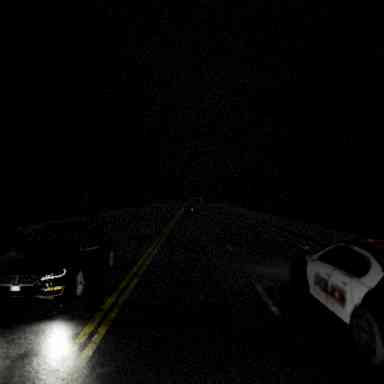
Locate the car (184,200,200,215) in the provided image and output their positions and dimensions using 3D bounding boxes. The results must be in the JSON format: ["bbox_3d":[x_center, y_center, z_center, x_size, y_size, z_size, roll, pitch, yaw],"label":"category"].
[{"bbox_3d":[0.026,2.104,41.699,1.994,1.385,4.181,0,-1,0],"label":"car"}]

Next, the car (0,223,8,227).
[{"bbox_3d":[-6.591,1.637,9.813,1.812,1.442,4.674,0,-1,0],"label":"car"}]

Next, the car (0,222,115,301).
[{"bbox_3d":[-3.342,1.603,8.728,1.837,1.490,4.892,0,-1,0],"label":"car"}]

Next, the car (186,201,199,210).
[{"bbox_3d":[0.137,2.275,57.603,2.128,1.511,4.902,0,-1,0],"label":"car"}]

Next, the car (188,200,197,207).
[{"bbox_3d":[0.047,2.557,73.433,1.837,1.490,4.892,0,-1,0],"label":"car"}]

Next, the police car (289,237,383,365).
[{"bbox_3d":[3.254,1.573,6.009,2.038,1.542,4.974,0,-1,0],"label":"police car"}]
